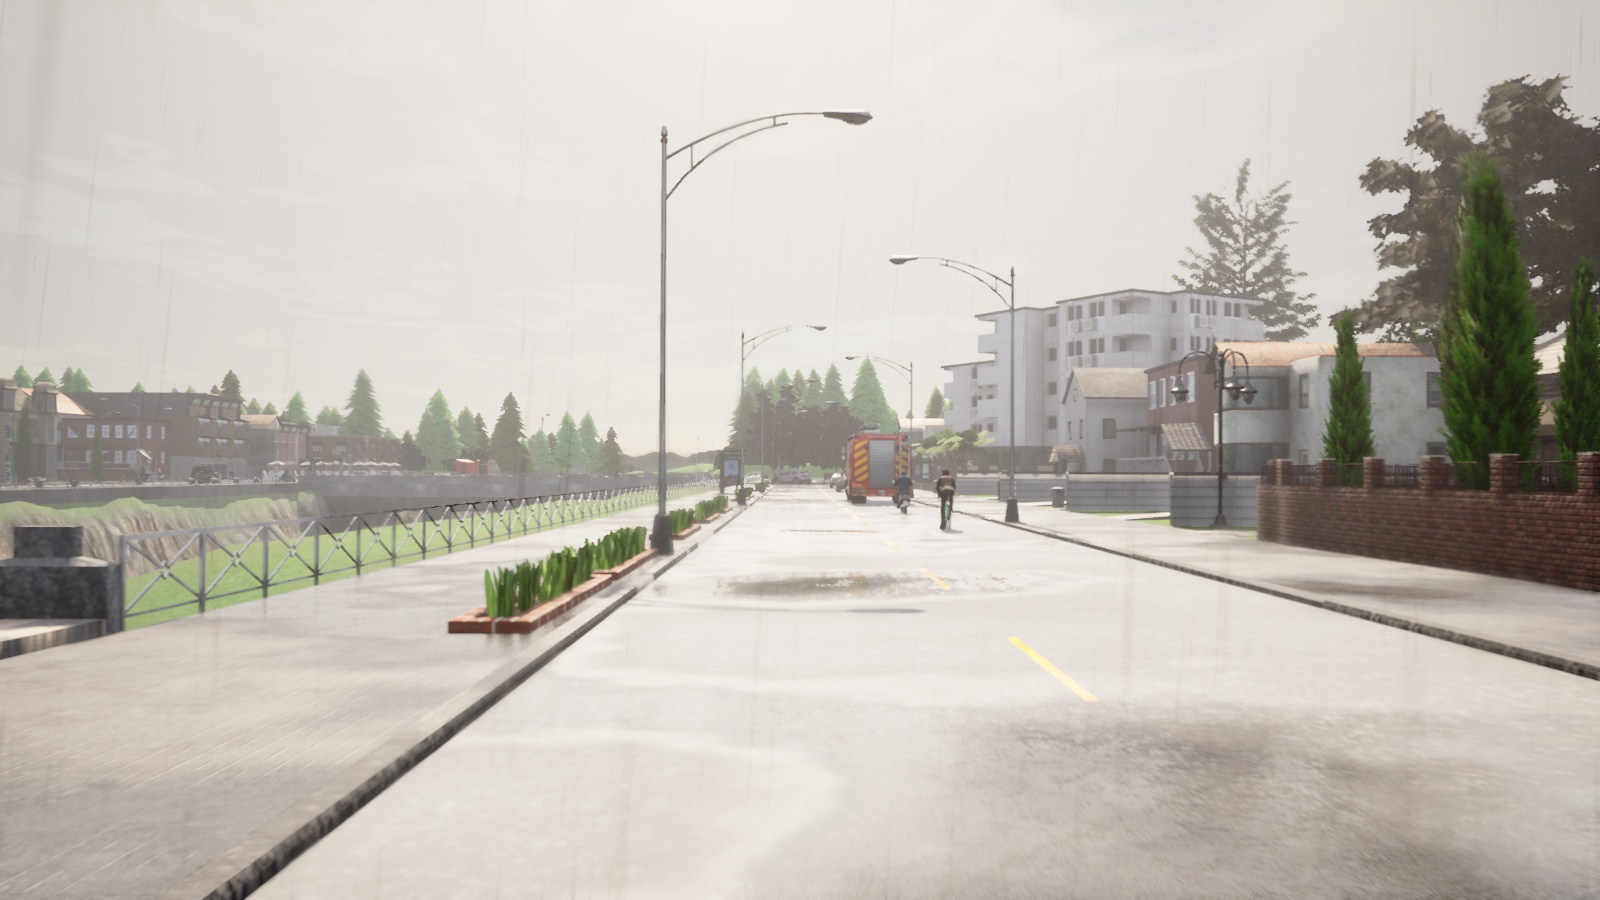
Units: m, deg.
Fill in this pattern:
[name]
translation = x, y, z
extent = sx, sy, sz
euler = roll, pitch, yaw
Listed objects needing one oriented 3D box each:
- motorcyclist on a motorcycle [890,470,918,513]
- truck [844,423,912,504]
[motorcyclist on a motorcycle]
translation = 3.889, 1.542, 47.149
extent = 0.866, 1.590, 1.817
euler = 0, -1, 0
[truck]
translation = 3.846, 0.701, 63.676
extent = 2.891, 3.827, 8.468
euler = 0, -1, 0
